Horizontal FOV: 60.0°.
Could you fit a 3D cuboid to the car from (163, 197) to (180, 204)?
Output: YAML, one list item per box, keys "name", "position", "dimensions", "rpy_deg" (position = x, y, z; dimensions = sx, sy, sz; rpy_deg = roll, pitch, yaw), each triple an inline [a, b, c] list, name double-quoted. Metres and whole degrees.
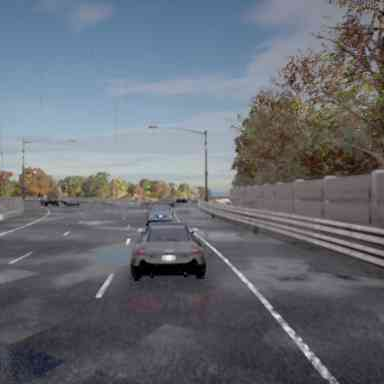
- name: "car"
  position: [-3.605, 1.679, 52.275]
  dimensions: [2.128, 1.511, 4.902]
  rpy_deg: [0, 0, 2]

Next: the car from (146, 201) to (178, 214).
- name: "car"
  position: [-2.322, 1.636, 24.037]
  dimensions: [2.033, 1.411, 5.357]
  rpy_deg: [0, 0, -7]

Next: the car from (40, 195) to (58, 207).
- name: "car"
  position: [-25.031, 1.501, 58.312]
  dimensions: [2.150, 2.045, 5.566]
  rpy_deg: [0, 0, -34]

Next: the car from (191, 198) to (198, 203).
- name: "car"
  position: [0.714, 2.528, 93.825]
  dimensions: [2.033, 1.411, 5.357]
  rpy_deg: [0, -3, 8]

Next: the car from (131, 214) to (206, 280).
- name: "car"
  position: [-0.735, 1.601, 10.178]
  dimensions: [1.994, 1.385, 4.181]
  rpy_deg: [0, 0, -5]

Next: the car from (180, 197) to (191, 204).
- name: "car"
  position: [-2.050, 1.739, 70.648]
  dimensions: [1.882, 1.535, 5.008]
  rpy_deg: [0, -1, 7]

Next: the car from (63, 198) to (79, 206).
- name: "car"
  position: [-21.722, 1.836, 59.559]
  dimensions: [1.994, 1.385, 4.181]
  rpy_deg: [0, 0, -33]
